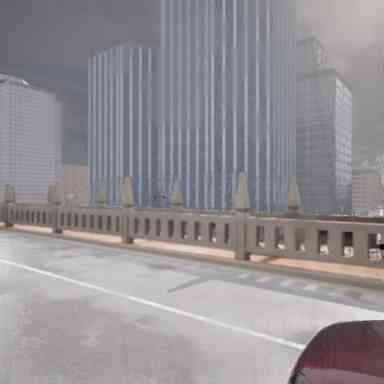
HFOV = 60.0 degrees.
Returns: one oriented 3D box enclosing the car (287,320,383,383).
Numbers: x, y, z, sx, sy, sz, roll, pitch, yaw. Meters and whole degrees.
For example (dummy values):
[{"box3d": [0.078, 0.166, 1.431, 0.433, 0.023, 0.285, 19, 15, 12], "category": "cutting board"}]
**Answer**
[{"box3d": [2.753, 1.583, 2.156, 4.181, 1.385, 1.994, 0, 0, 35], "category": "car"}]
